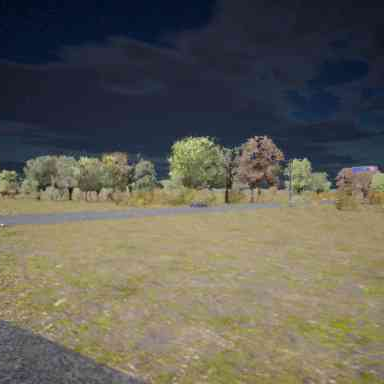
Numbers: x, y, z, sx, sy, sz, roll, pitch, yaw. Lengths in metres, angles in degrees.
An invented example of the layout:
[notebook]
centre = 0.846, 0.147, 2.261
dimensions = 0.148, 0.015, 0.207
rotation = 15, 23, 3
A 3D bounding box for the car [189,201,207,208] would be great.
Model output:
[car]
centre = 1.243, 2.453, 65.926
dimensions = 1.994, 1.385, 4.181
rotation = 0, 0, 36
